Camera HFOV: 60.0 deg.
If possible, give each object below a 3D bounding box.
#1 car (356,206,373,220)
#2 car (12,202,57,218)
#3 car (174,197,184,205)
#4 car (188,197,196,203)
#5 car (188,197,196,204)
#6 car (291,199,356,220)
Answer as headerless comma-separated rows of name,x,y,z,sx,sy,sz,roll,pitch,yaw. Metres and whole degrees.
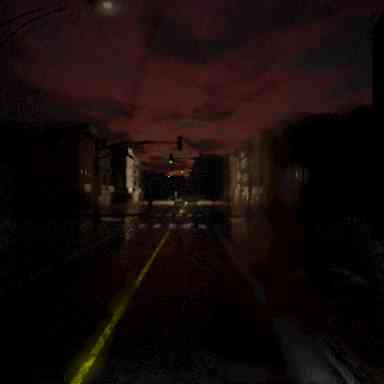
car,17.148,1.845,30.372,4.313,1.339,1.947,0,-1,0
car,-14.687,1.588,30.327,4.507,1.381,1.887,0,-1,0
car,-2.730,1.871,68.804,1.812,1.442,4.674,0,0,0
car,0.025,1.946,82.599,1.994,1.385,4.181,0,0,0
car,0.022,1.869,72.183,1.837,1.490,4.892,0,0,0
car,11.724,1.553,30.367,5.009,1.841,2.192,0,-1,0
